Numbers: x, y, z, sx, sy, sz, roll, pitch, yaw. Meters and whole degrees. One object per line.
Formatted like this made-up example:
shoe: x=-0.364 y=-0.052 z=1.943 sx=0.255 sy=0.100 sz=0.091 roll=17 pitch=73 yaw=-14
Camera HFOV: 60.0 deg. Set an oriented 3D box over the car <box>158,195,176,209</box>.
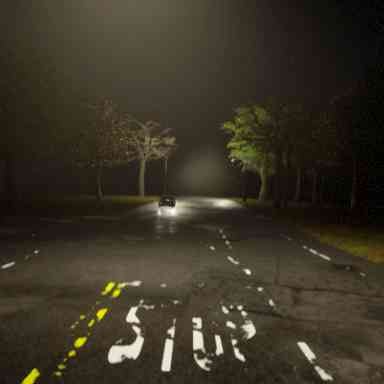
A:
car: x=-2.899 y=1.167 z=39.444 sx=1.837 sy=1.490 sz=4.892 roll=2 pitch=1 yaw=1
